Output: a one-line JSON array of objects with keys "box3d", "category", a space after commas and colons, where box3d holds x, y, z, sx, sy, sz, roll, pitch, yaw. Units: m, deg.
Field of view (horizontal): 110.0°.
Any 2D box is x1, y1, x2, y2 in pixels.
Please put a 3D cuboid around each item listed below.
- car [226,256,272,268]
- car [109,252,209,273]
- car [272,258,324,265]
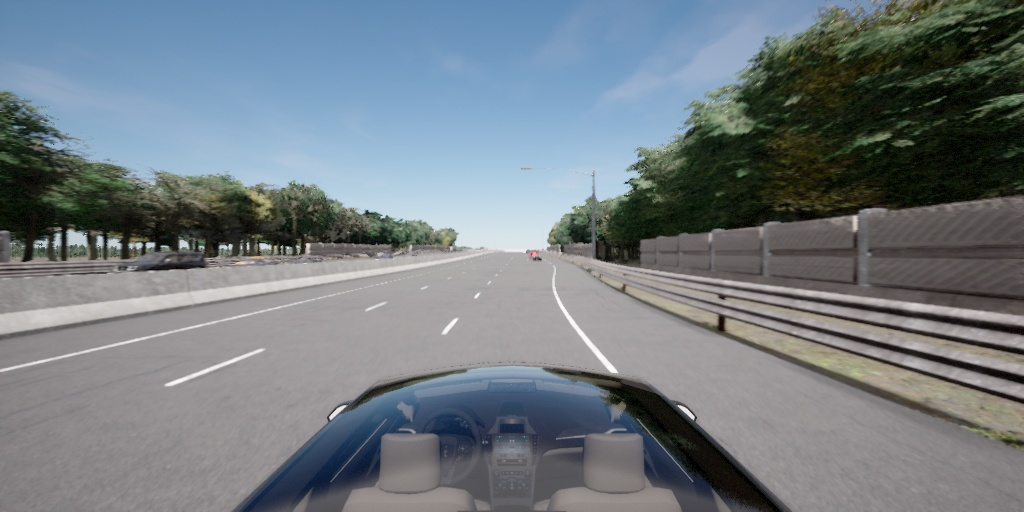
[{"box3d": [-20.780, 0.982, 29.050, 2.128, 1.511, 4.902, 0, 1, 2], "category": "car"}, {"box3d": [-24.374, 0.750, 25.139, 2.150, 2.045, 5.566, 0, 1, 1], "category": "car"}, {"box3d": [-17.268, 0.988, 29.977, 1.837, 1.490, 4.892, 0, 1, 2], "category": "car"}]
